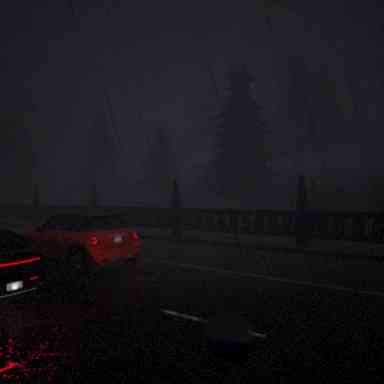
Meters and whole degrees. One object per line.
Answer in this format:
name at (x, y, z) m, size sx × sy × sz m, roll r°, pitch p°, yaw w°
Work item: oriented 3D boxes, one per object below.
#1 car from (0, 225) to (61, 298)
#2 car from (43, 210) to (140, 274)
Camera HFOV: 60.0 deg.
car at (-5.403, 1.593, 7.847) m, size 4.892 × 1.490 × 1.837 m, roll -1°, pitch 0°, yaw 36°
car at (-3.918, 1.447, 11.088) m, size 4.553 × 1.767 × 2.097 m, roll -1°, pitch 0°, yaw 36°
